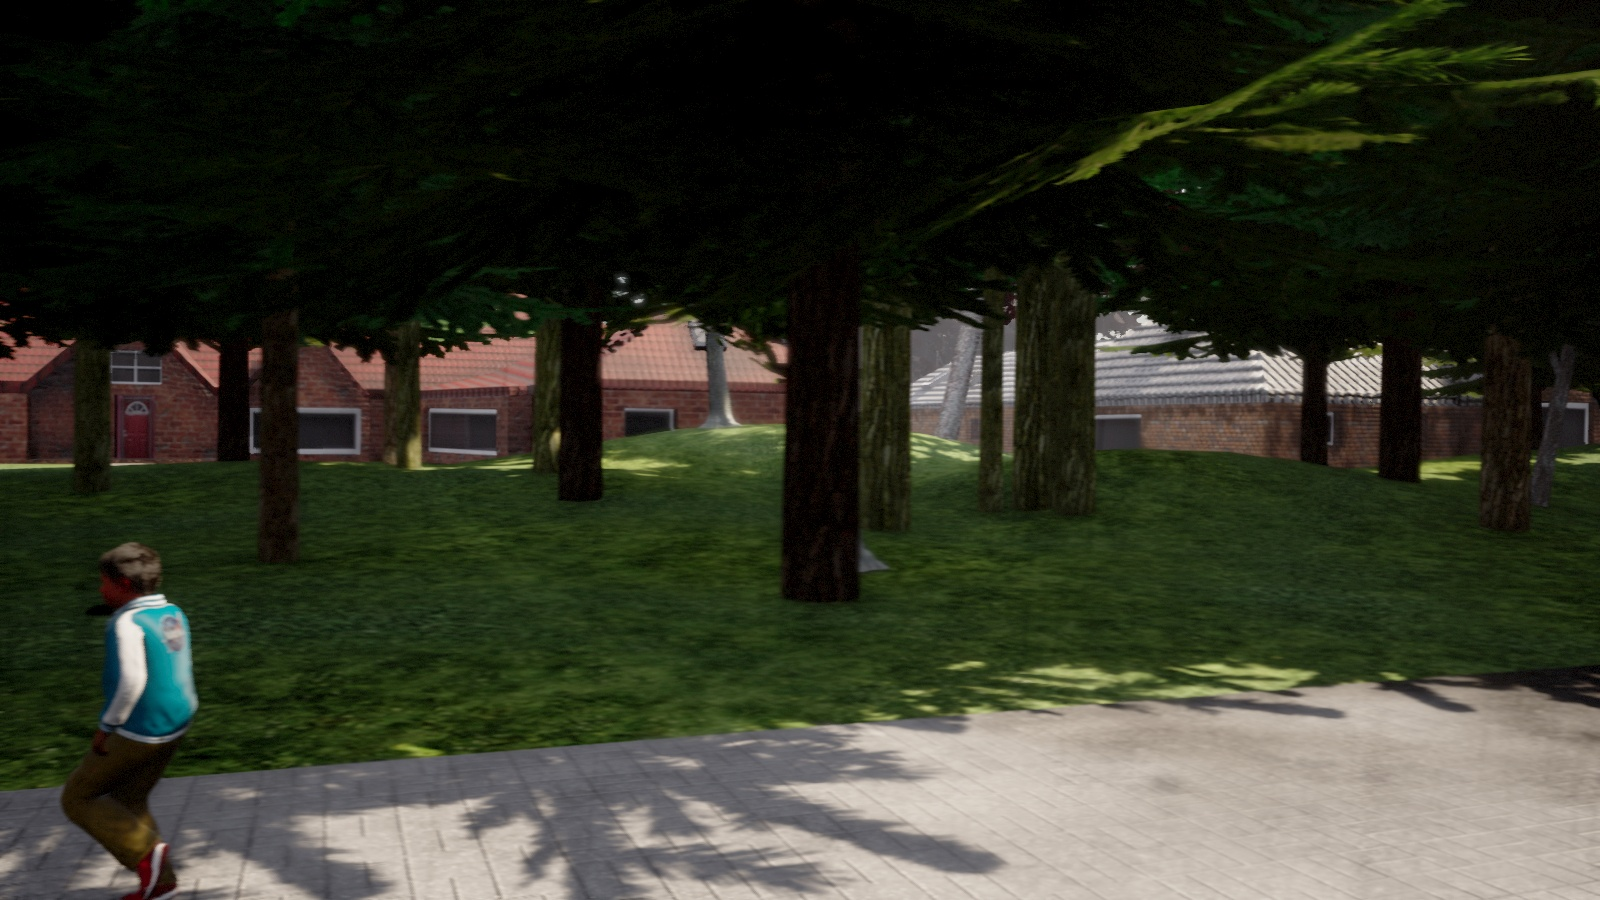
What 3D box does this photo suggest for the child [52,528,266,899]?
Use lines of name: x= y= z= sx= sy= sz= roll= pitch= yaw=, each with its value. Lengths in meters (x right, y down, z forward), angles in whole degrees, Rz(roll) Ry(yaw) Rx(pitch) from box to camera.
child: x=-1.921 y=0.847 z=3.795 sx=0.448 sy=1.192 sz=0.343 roll=-1 pitch=1 yaw=0
